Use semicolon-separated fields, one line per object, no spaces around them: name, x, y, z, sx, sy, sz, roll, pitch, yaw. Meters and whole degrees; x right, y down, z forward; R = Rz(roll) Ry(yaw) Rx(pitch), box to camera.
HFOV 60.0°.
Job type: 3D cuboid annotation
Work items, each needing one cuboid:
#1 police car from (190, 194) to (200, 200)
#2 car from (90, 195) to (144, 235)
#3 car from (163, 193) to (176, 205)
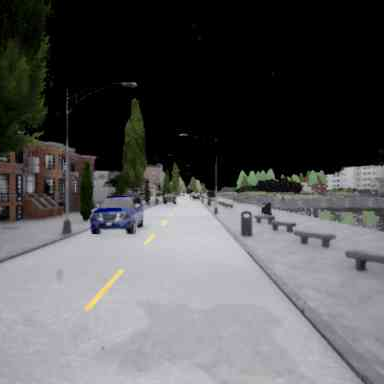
police car;1.182;1.438;94.993;1.930;1.638;5.238;0;0;0
car;-4.099;1.224;19.165;2.150;2.045;5.566;0;0;0
car;-4.025;1.229;60.787;2.150;2.045;5.566;0;0;1
